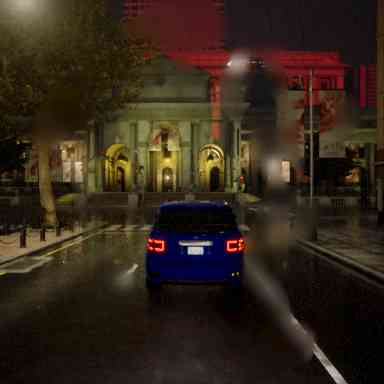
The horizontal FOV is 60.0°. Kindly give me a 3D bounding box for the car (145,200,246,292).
[{"bbox_3d":[0.100,1.221,9.089,2.150,2.045,5.566,0,0,1],"label":"car"}]
